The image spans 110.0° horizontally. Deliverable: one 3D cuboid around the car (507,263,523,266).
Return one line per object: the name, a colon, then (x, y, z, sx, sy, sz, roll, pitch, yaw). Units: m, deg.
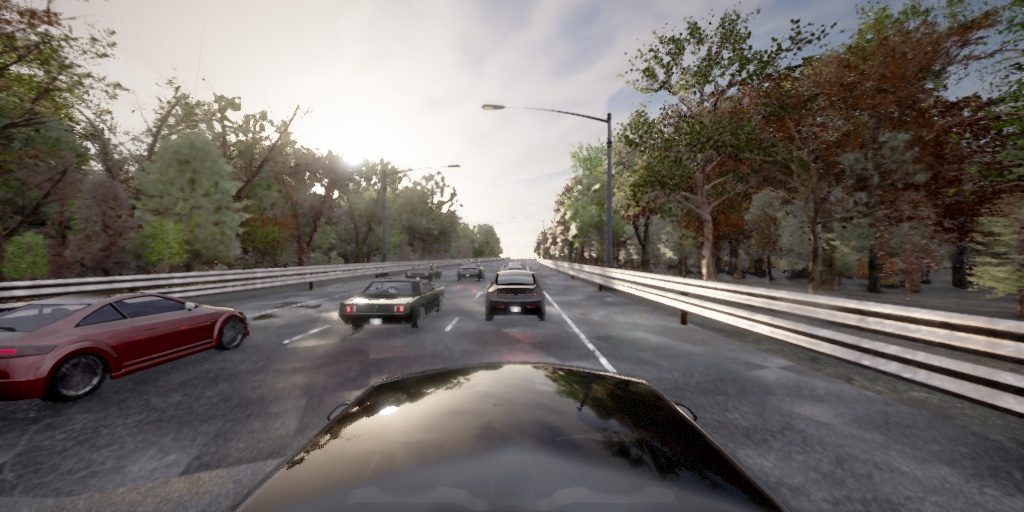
car: (0.271, 1.283, 30.718, 1.812, 1.442, 4.674, 0, 0, 1)

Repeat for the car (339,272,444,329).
car: (-3.399, 1.355, 11.203, 1.895, 1.301, 4.718, 0, 0, 0)

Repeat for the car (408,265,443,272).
car: (-6.784, 1.358, 28.283, 1.895, 1.301, 4.718, 0, 0, 1)

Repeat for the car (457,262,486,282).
car: (-3.249, 1.249, 29.225, 2.128, 1.511, 4.902, 0, 0, 1)

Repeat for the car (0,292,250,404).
car: (-6.884, 1.315, 6.337, 1.994, 1.385, 4.181, 0, 0, 0)

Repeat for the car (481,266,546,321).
car: (0.114, 1.260, 12.556, 1.837, 1.490, 4.892, 0, 0, 0)
